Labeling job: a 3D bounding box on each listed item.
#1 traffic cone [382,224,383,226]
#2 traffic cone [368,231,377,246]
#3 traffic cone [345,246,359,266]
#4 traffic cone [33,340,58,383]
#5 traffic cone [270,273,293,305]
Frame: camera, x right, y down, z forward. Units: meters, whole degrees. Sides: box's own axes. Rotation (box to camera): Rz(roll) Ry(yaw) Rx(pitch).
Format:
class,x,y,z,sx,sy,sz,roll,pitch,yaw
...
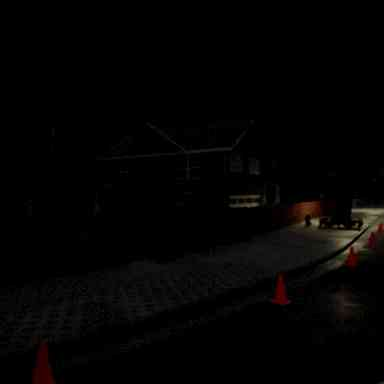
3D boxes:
class,x,y,z,sx,sy,sz,roll,pitch,yaw
traffic cone,10.464,1.990,18.463,0.340,0.580,0.340,0,0,33
traffic cone,7.749,1.984,14.264,0.340,0.580,0.340,0,0,33
traffic cone,4.999,1.980,10.393,0.340,0.580,0.340,0,0,39
traffic cone,-1.685,1.982,3.772,0.340,0.580,0.340,0,0,-38
traffic cone,1.848,1.980,6.890,0.340,0.580,0.340,0,0,-45
